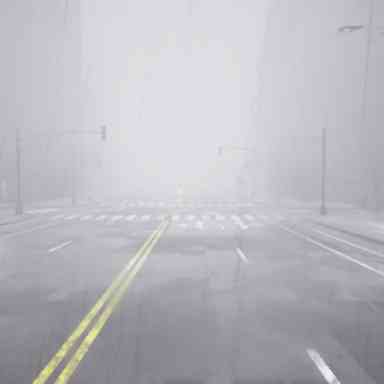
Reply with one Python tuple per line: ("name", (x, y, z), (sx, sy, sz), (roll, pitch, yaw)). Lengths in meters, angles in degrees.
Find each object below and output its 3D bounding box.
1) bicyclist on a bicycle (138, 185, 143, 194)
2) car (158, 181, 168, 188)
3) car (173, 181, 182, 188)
("bicyclist on a bicycle", (-8.745, -0.457, 56.773), (0.866, 1.612, 1.509), (0, 3, 0))
("car", (-6.514, -1.714, 76.848), (1.812, 1.442, 4.674), (0, 3, 0))
("car", (-3.264, -1.713, 76.849), (2.128, 1.511, 4.902), (0, 3, 0))
